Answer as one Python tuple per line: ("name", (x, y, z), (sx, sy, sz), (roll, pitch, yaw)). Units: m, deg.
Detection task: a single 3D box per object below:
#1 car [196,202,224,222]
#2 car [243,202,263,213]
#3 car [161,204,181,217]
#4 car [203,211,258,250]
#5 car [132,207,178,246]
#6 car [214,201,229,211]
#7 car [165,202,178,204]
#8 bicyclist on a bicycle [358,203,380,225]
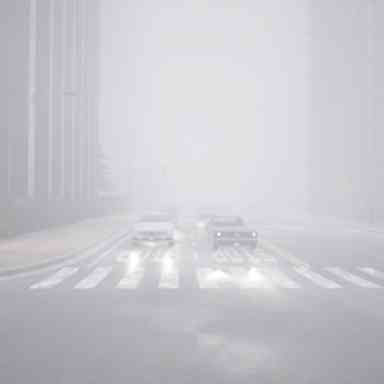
("car", (1.356, 1.907, 30.557), (2.033, 1.411, 5.357), (0, -1, -1))
("car", (8.077, 2.026, 44.607), (1.882, 1.535, 5.008), (0, -1, -2))
("car", (-2.021, 1.885, 25.568), (1.895, 1.301, 4.718), (0, -1, -1))
("car", (1.742, 1.815, 15.629), (1.895, 1.301, 4.718), (0, -1, -2))
("car", (-1.775, 1.722, 16.467), (1.812, 1.442, 4.674), (0, -1, -1))
("car", (3.989, 2.041, 49.185), (1.882, 1.535, 5.008), (1, -1, -9))
("car", (-2.270, 1.877, 36.033), (2.128, 1.511, 4.902), (0, -1, -1))
("bicyclist on a bicycle", (13.472, 1.700, 25.322), (1.656, 1.620, 0.582), (0, -1, -2))
